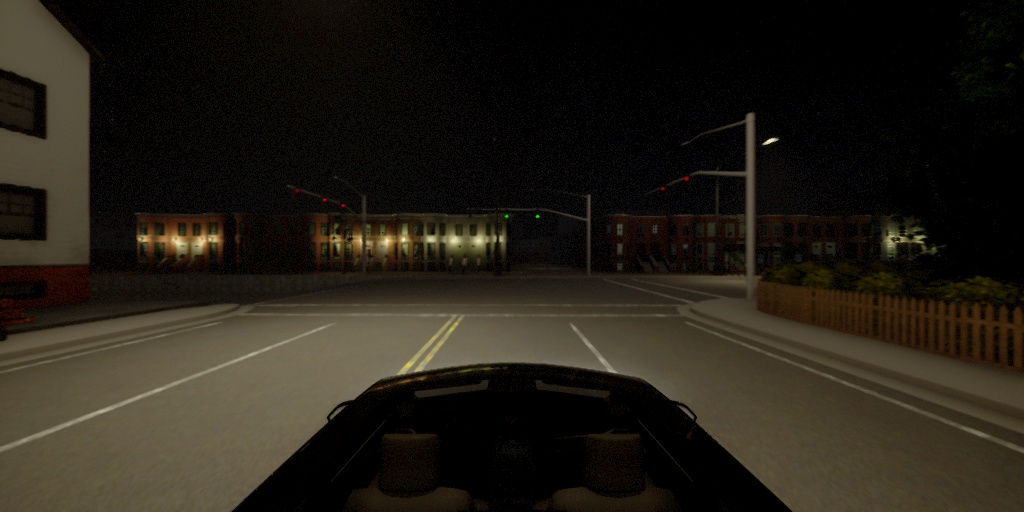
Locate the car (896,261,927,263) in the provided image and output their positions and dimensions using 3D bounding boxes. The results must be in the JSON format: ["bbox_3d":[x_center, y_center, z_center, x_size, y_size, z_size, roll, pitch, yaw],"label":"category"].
[{"bbox_3d":[28.663,1.117,25.912,4.553,1.767,2.097,0,0,0],"label":"car"}]
